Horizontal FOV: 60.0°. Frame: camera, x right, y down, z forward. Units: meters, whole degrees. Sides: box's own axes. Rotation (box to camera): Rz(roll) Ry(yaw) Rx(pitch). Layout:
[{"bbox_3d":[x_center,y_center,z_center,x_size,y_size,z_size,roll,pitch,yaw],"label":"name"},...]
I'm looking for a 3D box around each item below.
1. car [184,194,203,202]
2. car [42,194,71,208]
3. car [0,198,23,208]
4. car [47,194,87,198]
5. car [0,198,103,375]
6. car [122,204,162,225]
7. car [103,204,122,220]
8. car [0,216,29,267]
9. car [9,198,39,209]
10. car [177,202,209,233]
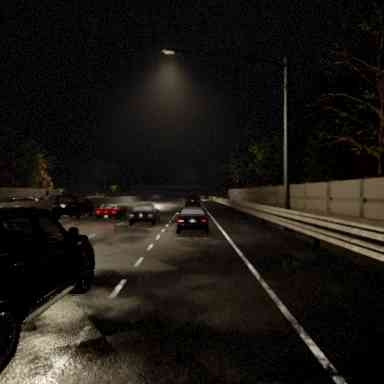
[{"bbox_3d":[0.085,1.330,46.761,2.150,2.045,5.566,0,0,0],"label":"car"},{"bbox_3d":[-20.950,1.362,51.704,2.150,2.045,5.566,0,0,1],"label":"car"},{"bbox_3d":[-27.944,1.708,50.815,1.994,1.385,4.181,0,0,1],"label":"car"},{"bbox_3d":[-10.348,1.288,29.488,2.150,2.045,5.566,0,0,0],"label":"car"},{"bbox_3d":[-3.388,1.234,5.618,2.150,2.045,5.566,0,0,0],"label":"car"},{"bbox_3d":[-3.355,1.598,24.334,2.033,1.411,5.357,0,0,0],"label":"car"},{"bbox_3d":[-6.844,1.663,28.739,1.895,1.301,4.718,0,0,0],"label":"car"},{"bbox_3d":[-6.883,1.570,9.259,2.033,1.411,5.357,0,0,0],"label":"car"},{"bbox_3d":[-24.469,1.639,48.591,1.837,1.490,4.892,0,0,1],"label":"car"},{"bbox_3d":[0.037,1.586,20.050,2.033,1.411,5.357,0,0,0],"label":"car"}]
